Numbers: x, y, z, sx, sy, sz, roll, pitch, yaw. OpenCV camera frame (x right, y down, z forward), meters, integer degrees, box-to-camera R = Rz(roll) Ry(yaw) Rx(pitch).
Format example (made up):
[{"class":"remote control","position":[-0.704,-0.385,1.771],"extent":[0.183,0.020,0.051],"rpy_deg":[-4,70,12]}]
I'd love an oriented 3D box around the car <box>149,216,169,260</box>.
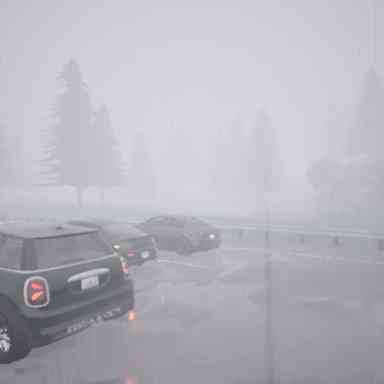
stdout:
[{"class":"car","position":[-3.184,1.523,10.216],"extent":[4.674,1.442,1.812],"rpy_deg":[0,0,33]}]

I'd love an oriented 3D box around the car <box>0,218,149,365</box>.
[{"class":"car","position":[-3.258,1.352,6.059],"extent":[4.553,1.767,2.097],"rpy_deg":[0,0,34]}]

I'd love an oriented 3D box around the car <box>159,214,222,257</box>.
[{"class":"car","position":[-0.961,1.554,12.936],"extent":[4.181,1.385,1.994],"rpy_deg":[0,0,33]}]
